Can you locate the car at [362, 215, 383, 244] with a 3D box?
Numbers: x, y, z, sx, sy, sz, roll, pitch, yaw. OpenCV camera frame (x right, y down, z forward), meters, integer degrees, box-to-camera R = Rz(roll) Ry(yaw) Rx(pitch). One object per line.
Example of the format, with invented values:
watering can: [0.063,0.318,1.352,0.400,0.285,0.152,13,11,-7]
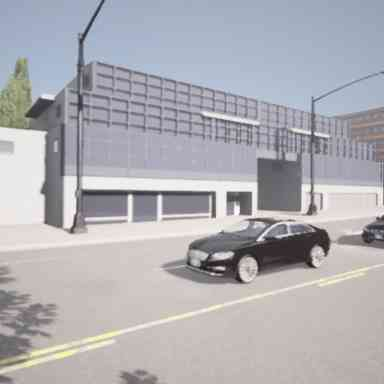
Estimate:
car: [9.628,1.564,15.127,4.674,1.442,1.812,-1,0,-35]

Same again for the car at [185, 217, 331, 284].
car: [2.083,1.518,9.767,4.902,1.511,2.128,0,0,-35]
